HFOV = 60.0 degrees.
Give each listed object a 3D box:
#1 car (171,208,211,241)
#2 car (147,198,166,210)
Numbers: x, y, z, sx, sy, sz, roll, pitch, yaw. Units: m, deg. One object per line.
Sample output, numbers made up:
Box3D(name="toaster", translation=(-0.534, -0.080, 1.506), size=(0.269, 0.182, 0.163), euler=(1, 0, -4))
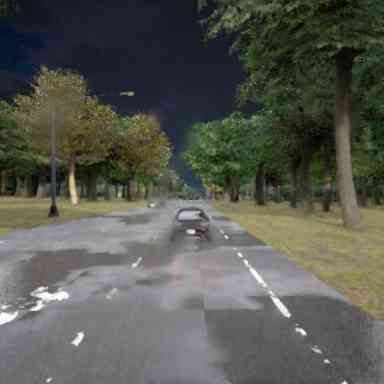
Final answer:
Box3D(name="car", translation=(-0.045, 1.539, 16.524), size=(1.812, 1.442, 4.674), euler=(0, 0, 0))
Box3D(name="car", translation=(-4.751, 1.599, 45.103), size=(2.128, 1.511, 4.902), euler=(0, 0, 7))
